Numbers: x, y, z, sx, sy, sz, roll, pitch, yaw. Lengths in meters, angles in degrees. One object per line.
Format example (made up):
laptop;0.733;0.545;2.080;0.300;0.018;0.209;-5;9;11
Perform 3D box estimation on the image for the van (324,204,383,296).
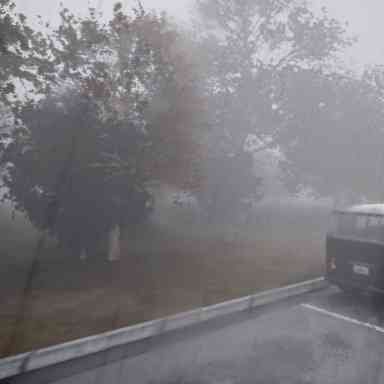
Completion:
van;5.105;1.241;7.665;4.442;1.987;1.878;0;1;-33
